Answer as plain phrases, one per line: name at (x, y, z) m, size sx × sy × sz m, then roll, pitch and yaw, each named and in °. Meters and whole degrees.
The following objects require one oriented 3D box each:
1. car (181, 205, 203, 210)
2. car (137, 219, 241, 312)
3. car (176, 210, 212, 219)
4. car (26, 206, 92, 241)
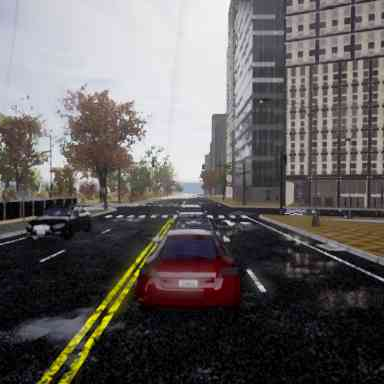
car at (-0.008, 1.537, 21.283) m, size 2.033 × 1.411 × 5.357 m, roll 0°, pitch 0°, yaw 0°
car at (-0.023, 1.558, 7.795) m, size 1.994 × 1.385 × 4.181 m, roll 0°, pitch 0°, yaw 1°
car at (0.074, 1.592, 13.043) m, size 1.895 × 1.301 × 4.718 m, roll 0°, pitch 0°, yaw 0°
car at (-6.522, 1.483, 16.828) m, size 2.128 × 1.511 × 4.902 m, roll 0°, pitch 0°, yaw 0°
